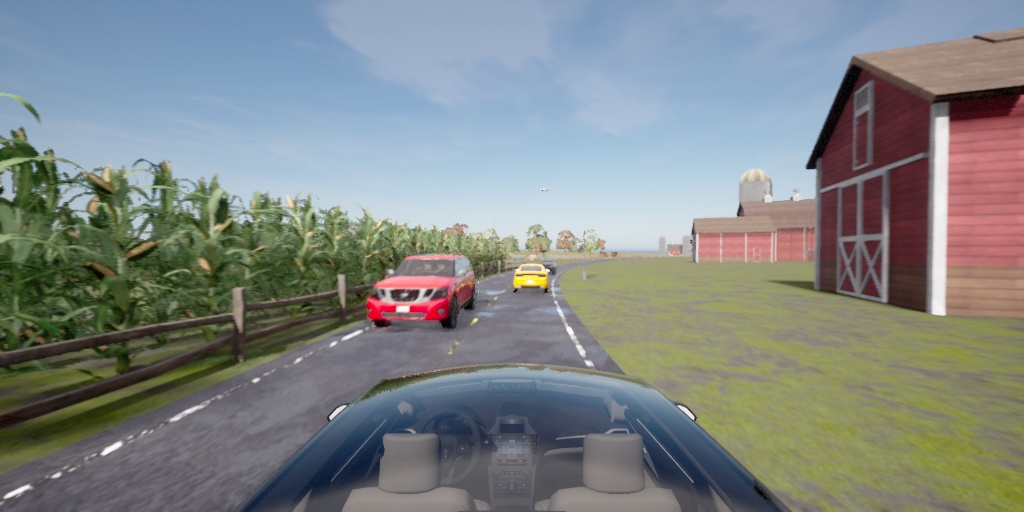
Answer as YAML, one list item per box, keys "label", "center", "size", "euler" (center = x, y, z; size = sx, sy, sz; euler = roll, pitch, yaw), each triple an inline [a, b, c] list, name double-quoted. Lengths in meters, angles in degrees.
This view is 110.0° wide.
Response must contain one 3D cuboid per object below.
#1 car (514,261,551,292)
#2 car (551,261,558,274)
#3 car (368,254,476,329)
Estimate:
- label: "car"
  center: [1.206, 1.212, 21.363]
  size: [1.882, 1.535, 5.008]
  euler: [0, 0, 5]
- label: "car"
  center: [3.963, 1.229, 39.768]
  size: [1.812, 1.442, 4.674]
  euler: [0, 0, 11]
- label: "car"
  center: [-2.525, 0.954, 11.559]
  size: [2.150, 2.045, 5.566]
  euler: [0, 0, 3]
